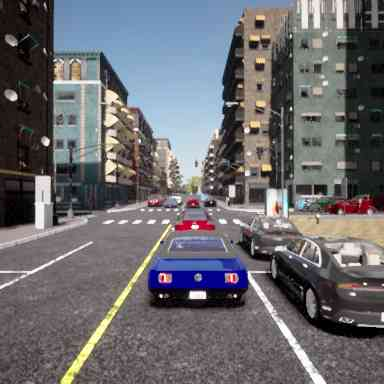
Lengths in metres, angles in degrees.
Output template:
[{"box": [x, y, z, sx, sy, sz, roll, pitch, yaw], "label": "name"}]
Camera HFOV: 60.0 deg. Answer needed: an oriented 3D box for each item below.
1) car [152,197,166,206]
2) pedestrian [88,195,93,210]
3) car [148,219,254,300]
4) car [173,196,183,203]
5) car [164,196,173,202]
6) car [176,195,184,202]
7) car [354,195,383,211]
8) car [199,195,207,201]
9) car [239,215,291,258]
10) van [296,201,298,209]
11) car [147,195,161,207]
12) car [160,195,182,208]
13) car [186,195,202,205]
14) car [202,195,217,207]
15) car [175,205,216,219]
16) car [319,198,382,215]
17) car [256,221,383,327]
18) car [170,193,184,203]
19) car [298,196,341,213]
[{"box": [-5.549, 1.542, 56.319, 1.887, 1.381, 4.507, 1, 0, 0], "label": "car"}, {"box": [-12.435, 1.330, 40.688, 0.375, 1.860, 0.375, 0, 0, 1], "label": "pedestrian"}, {"box": [0.119, 1.600, 8.311, 1.895, 1.301, 4.718, 0, 0, 0], "label": "car"}, {"box": [-2.850, 1.562, 68.615, 1.994, 1.385, 4.181, 0, 0, 0], "label": "car"}, {"box": [-5.497, 1.565, 78.603, 1.947, 1.339, 4.313, 1, 0, 0], "label": "car"}, {"box": [-2.817, 1.499, 79.024, 1.837, 1.490, 4.892, 0, 0, 0], "label": "car"}, {"box": [19.378, 1.212, 37.431, 5.009, 1.841, 2.192, 0, 0, 1], "label": "car"}, {"box": [2.909, 1.544, 89.686, 1.887, 1.381, 4.507, 1, 0, 0], "label": "car"}, {"box": [2.859, 1.549, 12.495, 2.008, 1.369, 4.403, 1, 0, 0], "label": "car"}, {"box": [13.850, 1.281, 37.483, 3.998, 1.788, 1.690, 0, 0, 1], "label": "van"}, {"box": [-5.558, 1.313, 50.748, 2.192, 1.841, 5.009, 1, 0, 0], "label": "car"}, {"box": [-2.989, 1.545, 48.672, 2.033, 1.411, 5.357, 0, 0, 1], "label": "car"}, {"box": [0.171, 1.522, 47.890, 1.812, 1.442, 4.674, 0, 0, 0], "label": "car"}, {"box": [2.818, 1.563, 50.689, 1.947, 1.339, 4.313, 1, 0, 0], "label": "car"}, {"box": [0.135, 1.562, 17.174, 1.994, 1.385, 4.181, 0, 0, 0], "label": "car"}, {"box": [13.771, 1.401, 29.101, 4.206, 1.307, 1.802, 0, 0, 1], "label": "car"}, {"box": [2.847, 1.550, 6.926, 2.008, 1.369, 4.403, 1, 0, 0], "label": "car"}, {"box": [-2.942, 1.219, 58.673, 2.150, 2.045, 5.566, 0, 0, 1], "label": "car"}, {"box": [13.978, 1.254, 34.899, 4.553, 1.767, 2.097, 0, -1, 1], "label": "car"}]
